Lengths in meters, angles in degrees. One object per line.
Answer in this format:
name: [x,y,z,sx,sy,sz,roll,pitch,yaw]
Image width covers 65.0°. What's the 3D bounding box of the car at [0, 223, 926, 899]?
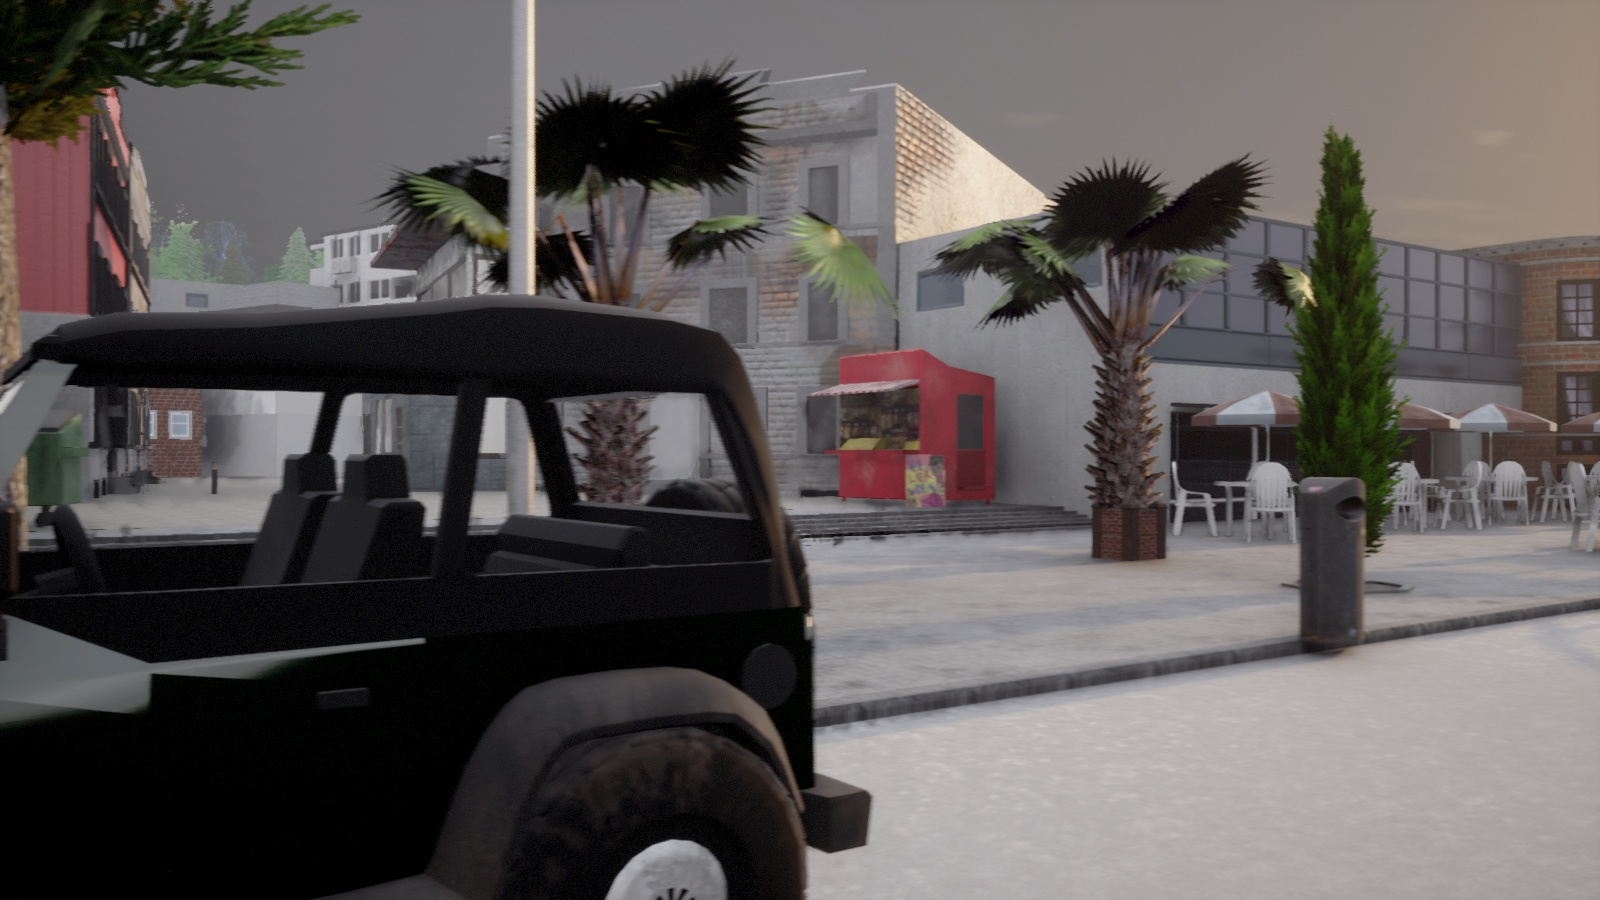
car: [-1.797,0.552,3.016,3.866,1.878,1.905,0,0,-35]
